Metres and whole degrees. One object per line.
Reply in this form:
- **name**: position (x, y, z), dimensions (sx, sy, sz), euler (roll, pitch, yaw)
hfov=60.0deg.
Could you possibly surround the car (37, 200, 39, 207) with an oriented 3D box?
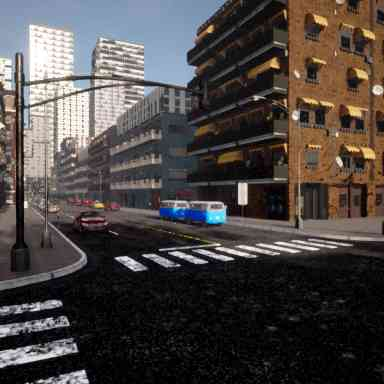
- **car**: position (-24.526, 2.333, 55.989), dimensions (2.008, 1.369, 4.403), euler (-1, 0, -27)

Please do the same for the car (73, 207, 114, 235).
- **car**: position (-6.499, 1.864, 21.167), dimensions (1.802, 1.307, 4.206), euler (-1, 0, -27)

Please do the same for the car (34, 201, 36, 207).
- **car**: position (-32.278, 2.313, 70.903), dimensions (2.192, 1.841, 5.009), euler (-1, 0, -27)

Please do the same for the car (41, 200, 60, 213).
- **car**: position (-19.376, 2.221, 46.040), dimensions (1.802, 1.307, 4.206), euler (-1, 0, -27)

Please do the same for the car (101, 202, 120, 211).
- **car**: position (-11.950, 2.188, 49.852), dimensions (1.802, 1.307, 4.206), euler (-1, 0, -27)

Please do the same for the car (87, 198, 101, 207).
- **car**: position (-17.179, 2.277, 59.953), dimensions (1.752, 1.417, 4.829), euler (-1, 0, -27)

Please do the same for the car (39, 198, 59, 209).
- **car**: position (-21.954, 2.151, 51.015), dimensions (1.967, 1.590, 4.097), euler (-1, 0, -27)

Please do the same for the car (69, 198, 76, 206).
- **car**: position (-27.407, 2.352, 79.700), dimensions (2.192, 1.841, 5.009), euler (-1, 0, -27)

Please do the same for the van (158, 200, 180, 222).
- **van**: position (-1.653, 1.662, 29.955), dimensions (1.690, 1.788, 3.998), euler (-1, 0, -27)

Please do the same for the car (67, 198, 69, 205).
- **car**: position (-32.557, 2.496, 89.650), dimensions (2.192, 1.841, 5.009), euler (-1, 0, -27)

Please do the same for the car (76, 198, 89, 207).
- **car**: position (-22.256, 2.208, 69.751), dimensions (2.192, 1.841, 5.009), euler (-1, 0, -27)

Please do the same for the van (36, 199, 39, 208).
- **van**: position (-27.106, 2.195, 60.964), dimensions (1.690, 1.788, 3.998), euler (-1, 0, -27)

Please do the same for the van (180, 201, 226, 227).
- **van**: position (0.922, 1.590, 24.979), dimensions (1.690, 1.788, 3.998), euler (-1, 0, -27)

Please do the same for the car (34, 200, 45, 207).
- **car**: position (-34.863, 2.621, 75.869), dimensions (2.008, 1.369, 4.403), euler (-1, 0, -27)
